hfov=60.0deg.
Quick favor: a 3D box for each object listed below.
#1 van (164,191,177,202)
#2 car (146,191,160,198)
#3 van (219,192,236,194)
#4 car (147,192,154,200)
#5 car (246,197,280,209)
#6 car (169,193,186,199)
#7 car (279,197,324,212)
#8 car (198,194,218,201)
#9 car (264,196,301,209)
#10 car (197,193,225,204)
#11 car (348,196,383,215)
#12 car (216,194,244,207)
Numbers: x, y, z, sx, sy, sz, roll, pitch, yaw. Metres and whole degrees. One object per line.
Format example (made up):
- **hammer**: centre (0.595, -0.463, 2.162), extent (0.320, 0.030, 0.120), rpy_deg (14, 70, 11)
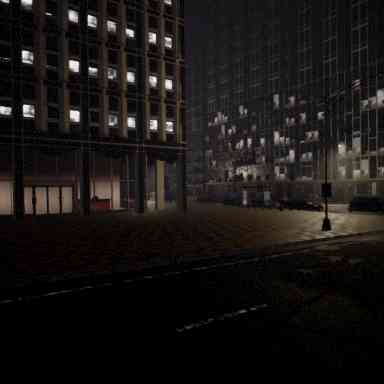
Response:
- **van**: centre (-3.825, 0.936, 59.740), extent (1.690, 1.788, 3.998), rpy_deg (0, 1, -34)
- **car**: centre (-9.787, 0.684, 83.224), extent (1.967, 1.590, 4.097), rpy_deg (0, 1, -34)
- **van**: centre (6.300, 0.853, 59.797), extent (1.690, 1.788, 3.998), rpy_deg (-1, 1, -34)
- **car**: centre (-10.260, 1.038, 69.113), extent (2.008, 1.369, 4.403), rpy_deg (0, 1, -34)
- **car**: centre (8.951, 1.386, 40.941), extent (1.802, 1.307, 4.206), rpy_deg (-1, 1, -34)
- **car**: centre (-3.351, 0.934, 73.856), extent (1.802, 1.307, 4.206), rpy_deg (0, 1, -34)
- **car**: centre (12.155, 1.422, 36.243), extent (1.947, 1.339, 4.313), rpy_deg (-1, 1, -34)
- **car**: centre (3.083, 1.041, 64.485), extent (1.802, 1.307, 4.206), rpy_deg (-1, 1, -34)
- **car**: centre (11.388, 1.328, 42.138), extent (1.994, 1.385, 4.181), rpy_deg (-1, 1, -35)
- **car**: centre (2.960, 1.229, 54.456), extent (1.895, 1.301, 4.718), rpy_deg (-1, 1, -34)
- **car**: centre (17.780, 1.223, 32.547), extent (2.097, 1.767, 4.553), rpy_deg (-1, 1, -31)
- **car**: centre (5.782, 1.318, 45.658), extent (1.947, 1.339, 4.313), rpy_deg (-1, 1, -34)
